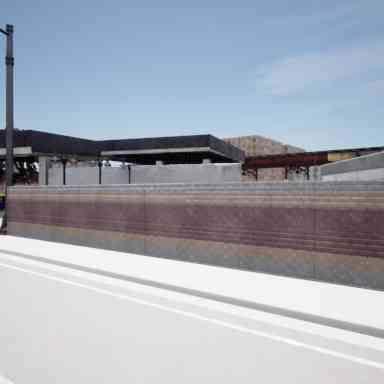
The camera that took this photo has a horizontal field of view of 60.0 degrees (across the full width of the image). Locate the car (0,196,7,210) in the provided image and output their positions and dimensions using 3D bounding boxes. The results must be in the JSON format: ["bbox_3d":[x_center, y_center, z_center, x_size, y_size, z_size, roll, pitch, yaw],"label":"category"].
[{"bbox_3d":[-20.626,1.295,39.464,2.242,1.667,4.611,0,0,37],"label":"car"}]
